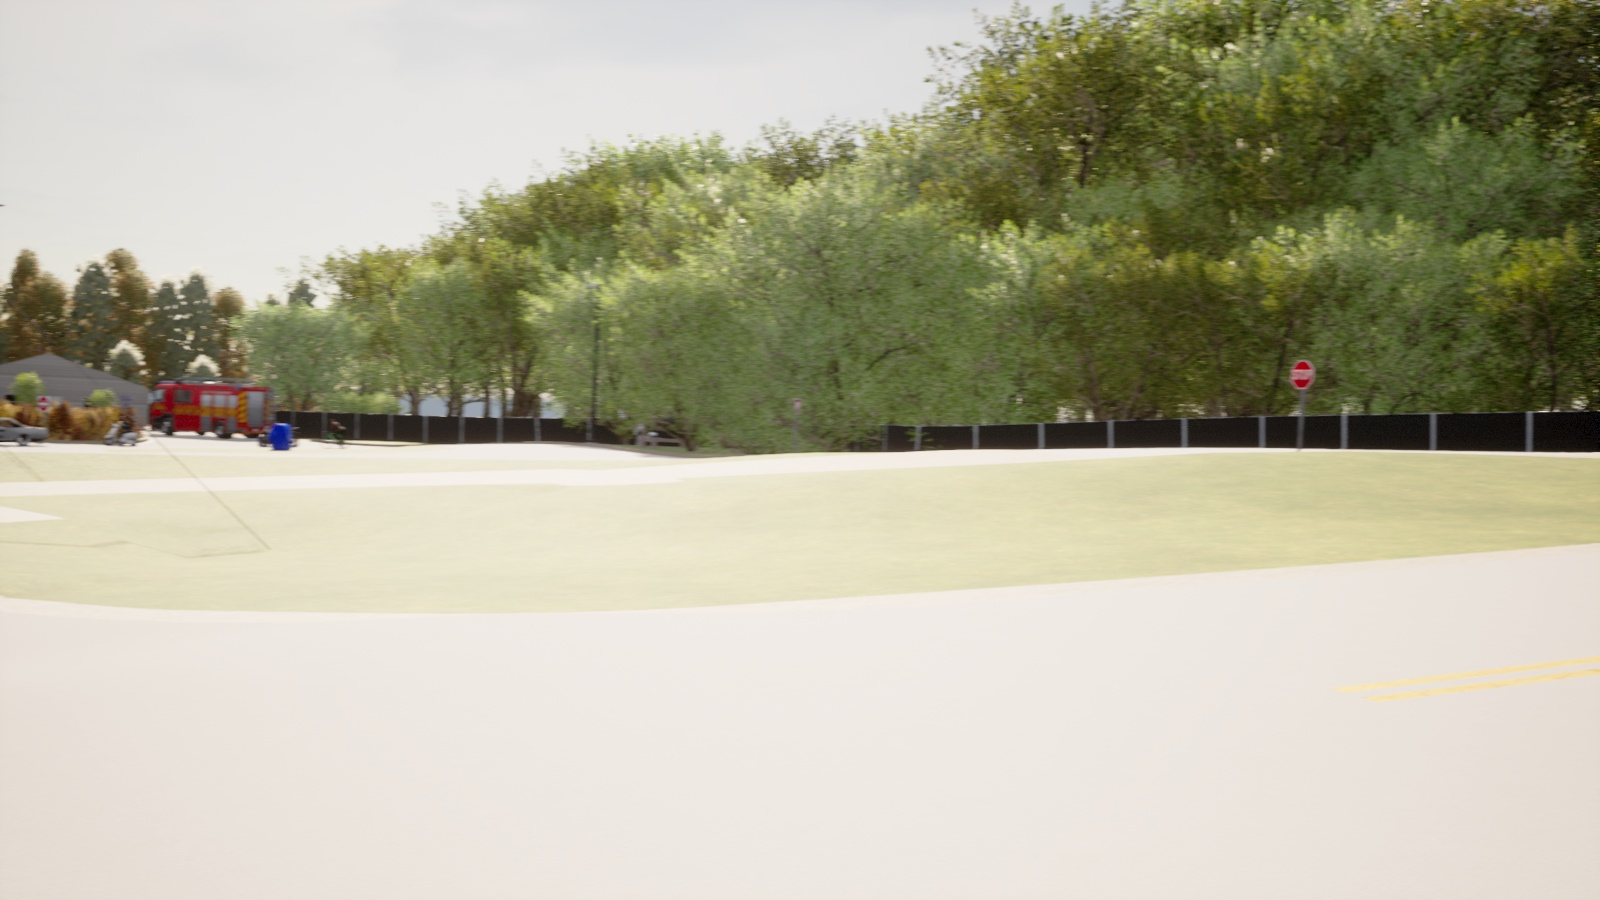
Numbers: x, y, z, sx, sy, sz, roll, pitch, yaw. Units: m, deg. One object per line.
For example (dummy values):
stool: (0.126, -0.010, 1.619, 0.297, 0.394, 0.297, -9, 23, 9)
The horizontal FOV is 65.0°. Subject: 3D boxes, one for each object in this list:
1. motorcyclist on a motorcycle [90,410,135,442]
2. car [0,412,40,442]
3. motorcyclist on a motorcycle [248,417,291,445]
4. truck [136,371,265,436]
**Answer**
motorcyclist on a motorcycle: (-36.357, -1.243, 66.396, 0.866, 1.590, 1.817, 3, 1, 34)
car: (-38.375, -1.133, 58.697, 4.718, 1.301, 1.895, 2, 2, -34)
motorcyclist on a motorcycle: (-30.340, -1.076, 71.844, 2.191, 1.530, 0.866, 1, 2, -20)
truck: (-38.708, -3.015, 81.008, 8.468, 3.827, 2.891, 3, 3, 26)
